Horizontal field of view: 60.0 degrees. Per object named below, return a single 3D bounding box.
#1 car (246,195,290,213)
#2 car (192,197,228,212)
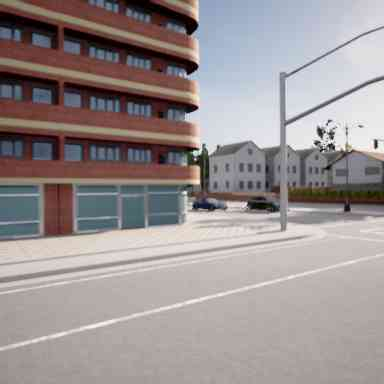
[{"bbox_3d":[7.553,1.107,33.266,2.097,1.767,4.553,-1,0,-35],"label":"car"},{"bbox_3d":[1.810,1.313,35.440,1.812,1.442,4.674,-1,0,-34],"label":"car"}]
